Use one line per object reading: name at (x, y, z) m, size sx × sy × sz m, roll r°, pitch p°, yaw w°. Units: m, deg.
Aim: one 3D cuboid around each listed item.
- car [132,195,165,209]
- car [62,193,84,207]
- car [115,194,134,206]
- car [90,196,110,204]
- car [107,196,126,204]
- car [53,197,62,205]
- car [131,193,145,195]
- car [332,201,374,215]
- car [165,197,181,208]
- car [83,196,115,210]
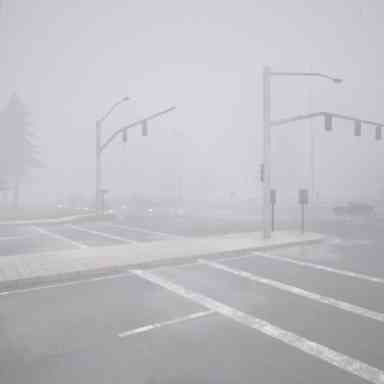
car at (-6.243, 1.520, 46.890) m, size 1.837 × 1.490 × 4.892 m, roll 0°, pitch 0°, yaw -35°
car at (-17.706, 1.232, 51.040) m, size 2.150 × 2.045 × 5.566 m, roll 0°, pitch 0°, yaw -35°
car at (-11.485, 1.521, 54.380) m, size 1.837 × 1.490 × 4.892 m, roll 0°, pitch 0°, yaw -35°
car at (-17.340, 1.507, 62.802) m, size 2.128 × 1.511 × 4.902 m, roll 0°, pitch 0°, yaw -35°
car at (-14.791, 1.496, 65.291) m, size 1.882 × 1.535 × 5.008 m, roll 0°, pitch 0°, yaw -34°
car at (-23.404, 1.575, 59.257) m, size 1.994 × 1.385 × 4.181 m, roll 0°, pitch 0°, yaw -34°
car at (-9.001, 1.240, 56.941) m, size 2.150 × 2.045 × 5.566 m, roll 0°, pitch 0°, yaw -35°
car at (16.217, 1.624, 33.490) m, size 4.718 × 1.301 × 1.895 m, roll 0°, pitch 0°, yaw -35°
car at (-3.461, 1.523, 49.019) m, size 1.837 × 1.490 × 4.892 m, roll 0°, pitch 0°, yaw -35°
car at (-12.041, 1.515, 42.965) m, size 1.837 × 1.490 × 4.892 m, roll 0°, pitch 0°, yaw -35°
